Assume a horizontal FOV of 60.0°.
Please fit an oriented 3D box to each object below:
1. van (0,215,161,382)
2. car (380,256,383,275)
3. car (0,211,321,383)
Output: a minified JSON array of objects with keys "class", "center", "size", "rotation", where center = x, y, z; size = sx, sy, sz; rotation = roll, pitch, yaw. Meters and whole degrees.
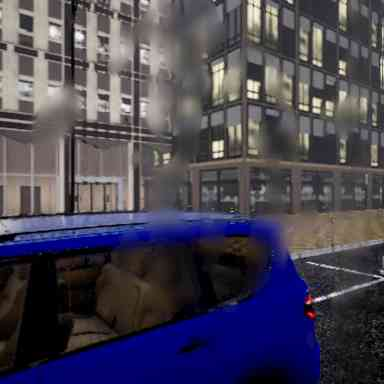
[{"class":"van","center":[-2.600,1.342,4.707],"size":[3.998,1.788,1.690],"rotation":[0,0,-35]},{"class":"car","center":[6.546,1.619,8.037],"size":[4.718,1.301,1.895],"rotation":[0,0,-35]},{"class":"car","center":[-1.401,1.223,2.390],"size":[5.566,2.045,2.150],"rotation":[0,0,-35]}]
